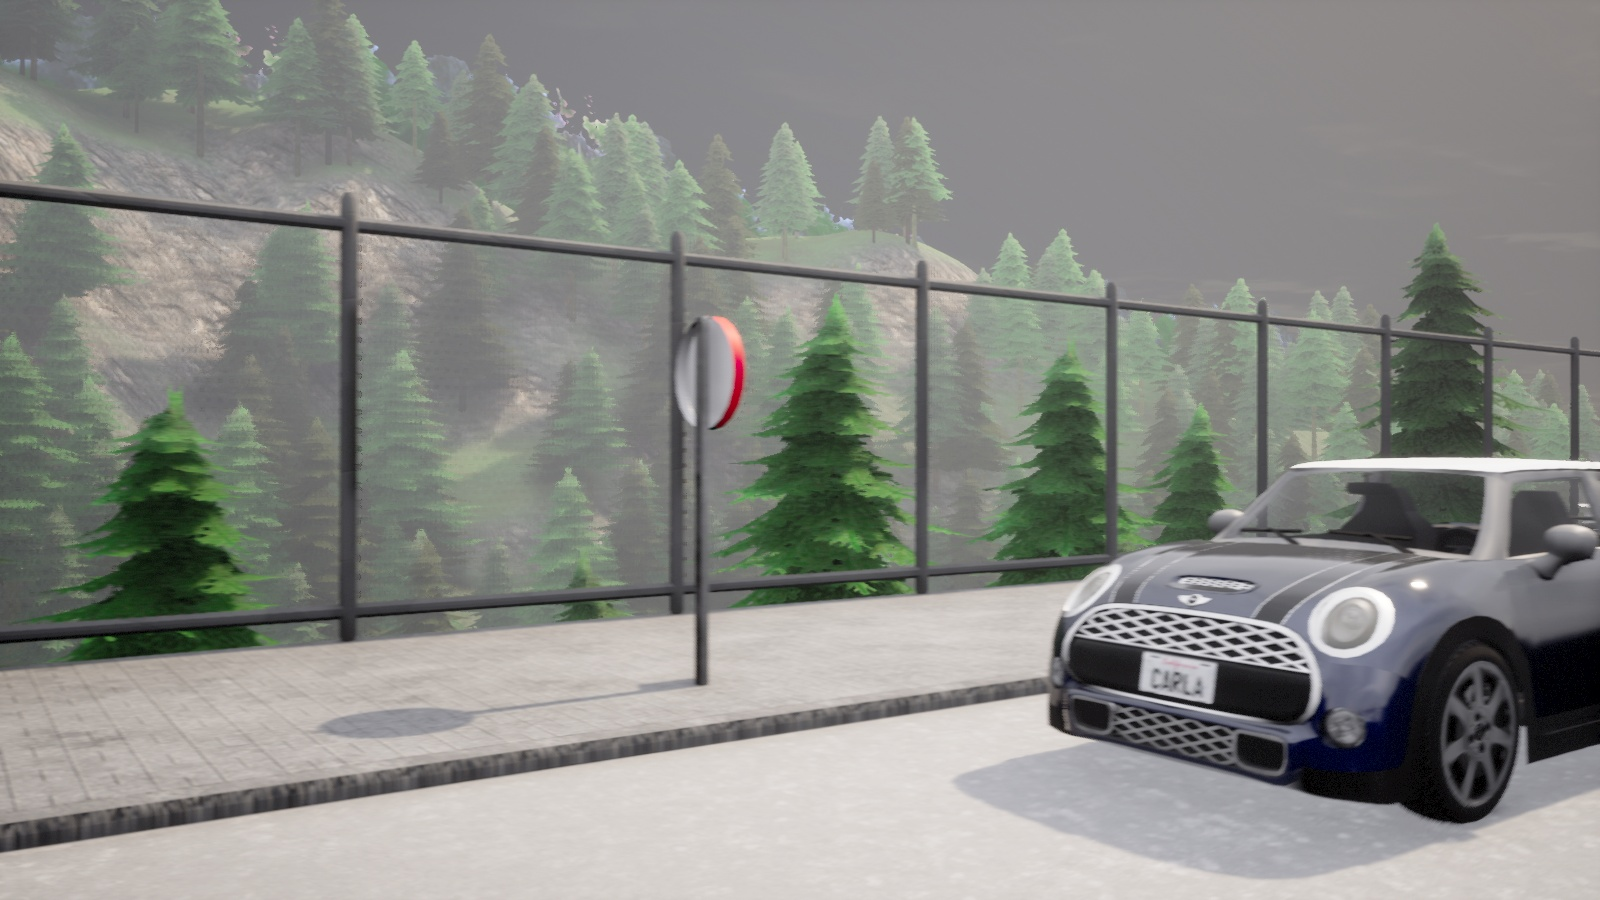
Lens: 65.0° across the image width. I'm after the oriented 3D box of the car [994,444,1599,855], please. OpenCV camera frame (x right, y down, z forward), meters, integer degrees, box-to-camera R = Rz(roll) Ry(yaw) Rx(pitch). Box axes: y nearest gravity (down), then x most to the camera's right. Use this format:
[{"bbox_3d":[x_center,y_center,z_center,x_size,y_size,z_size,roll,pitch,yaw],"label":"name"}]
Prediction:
[{"bbox_3d":[3.072,0.720,6.411,3.806,1.475,1.970,0,0,-35],"label":"car"}]
